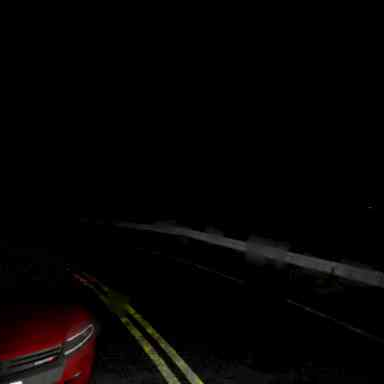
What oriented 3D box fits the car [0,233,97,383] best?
[{"bbox_3d":[-2.873,1.485,5.082,1.882,1.535,5.008,0,0,-30],"label":"car"}]
